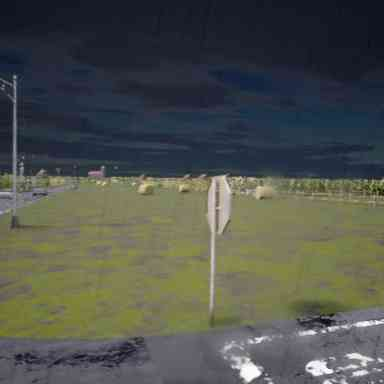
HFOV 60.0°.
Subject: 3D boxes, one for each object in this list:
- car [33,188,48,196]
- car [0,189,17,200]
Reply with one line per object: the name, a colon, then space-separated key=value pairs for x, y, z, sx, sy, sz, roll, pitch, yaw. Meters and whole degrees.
car: x=-25.278 y=-0.003 z=55.562 sx=1.994 sy=1.385 sz=4.181 roll=0 pitch=1 yaw=-18
car: x=-24.502 y=0.315 z=43.773 sx=1.895 sy=1.301 sz=4.718 roll=0 pitch=1 yaw=-17
